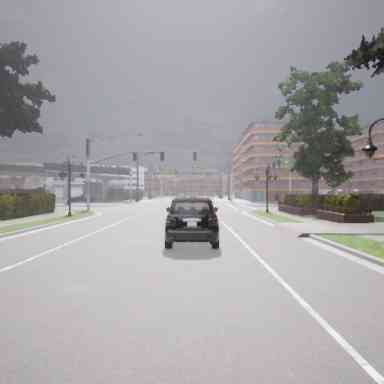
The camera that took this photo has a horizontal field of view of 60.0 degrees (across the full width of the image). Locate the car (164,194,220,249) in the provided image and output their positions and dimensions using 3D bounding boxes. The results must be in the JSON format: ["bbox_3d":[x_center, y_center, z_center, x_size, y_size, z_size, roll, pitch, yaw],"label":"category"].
[{"bbox_3d":[0.000,1.256,14.680,2.150,2.045,5.566,0,0,0],"label":"car"}]

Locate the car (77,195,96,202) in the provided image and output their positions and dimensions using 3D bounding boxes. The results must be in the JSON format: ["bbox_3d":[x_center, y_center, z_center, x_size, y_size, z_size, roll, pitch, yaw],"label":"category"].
[{"bbox_3d":[-24.029,1.453,75.925,3.806,1.475,1.970,0,0,1],"label":"car"}]

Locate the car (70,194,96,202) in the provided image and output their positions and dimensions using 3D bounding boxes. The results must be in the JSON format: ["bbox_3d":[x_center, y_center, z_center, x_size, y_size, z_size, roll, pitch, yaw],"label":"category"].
[{"bbox_3d":[-23.312,1.292,70.175,4.611,1.667,2.242,0,0,1],"label":"car"}]
